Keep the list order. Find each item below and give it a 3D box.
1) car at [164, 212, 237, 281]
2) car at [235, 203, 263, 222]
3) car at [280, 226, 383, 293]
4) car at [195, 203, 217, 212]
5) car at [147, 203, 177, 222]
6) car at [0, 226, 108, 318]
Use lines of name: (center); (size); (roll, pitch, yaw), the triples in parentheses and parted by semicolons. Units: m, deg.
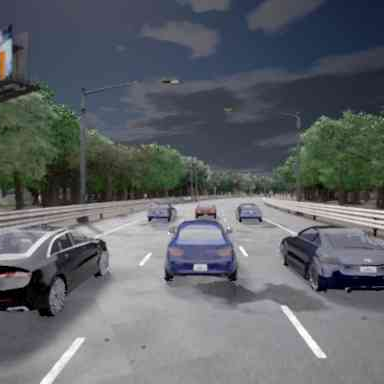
car: (0.260, 1.555, 9.883); (1.812, 1.442, 4.674); (0, 0, 2)
car: (4.602, 1.634, 27.274); (2.033, 1.411, 5.357); (0, 0, 4)
car: (3.740, 1.593, 8.964); (1.994, 1.385, 4.181); (0, 0, 1)
car: (1.358, 1.698, 30.730); (1.895, 1.301, 4.718); (0, 0, 4)
car: (-2.396, 1.632, 27.516); (2.033, 1.411, 5.357); (0, 0, 4)
car: (-3.302, 1.513, 7.450); (2.128, 1.511, 4.902); (0, 0, 1)
